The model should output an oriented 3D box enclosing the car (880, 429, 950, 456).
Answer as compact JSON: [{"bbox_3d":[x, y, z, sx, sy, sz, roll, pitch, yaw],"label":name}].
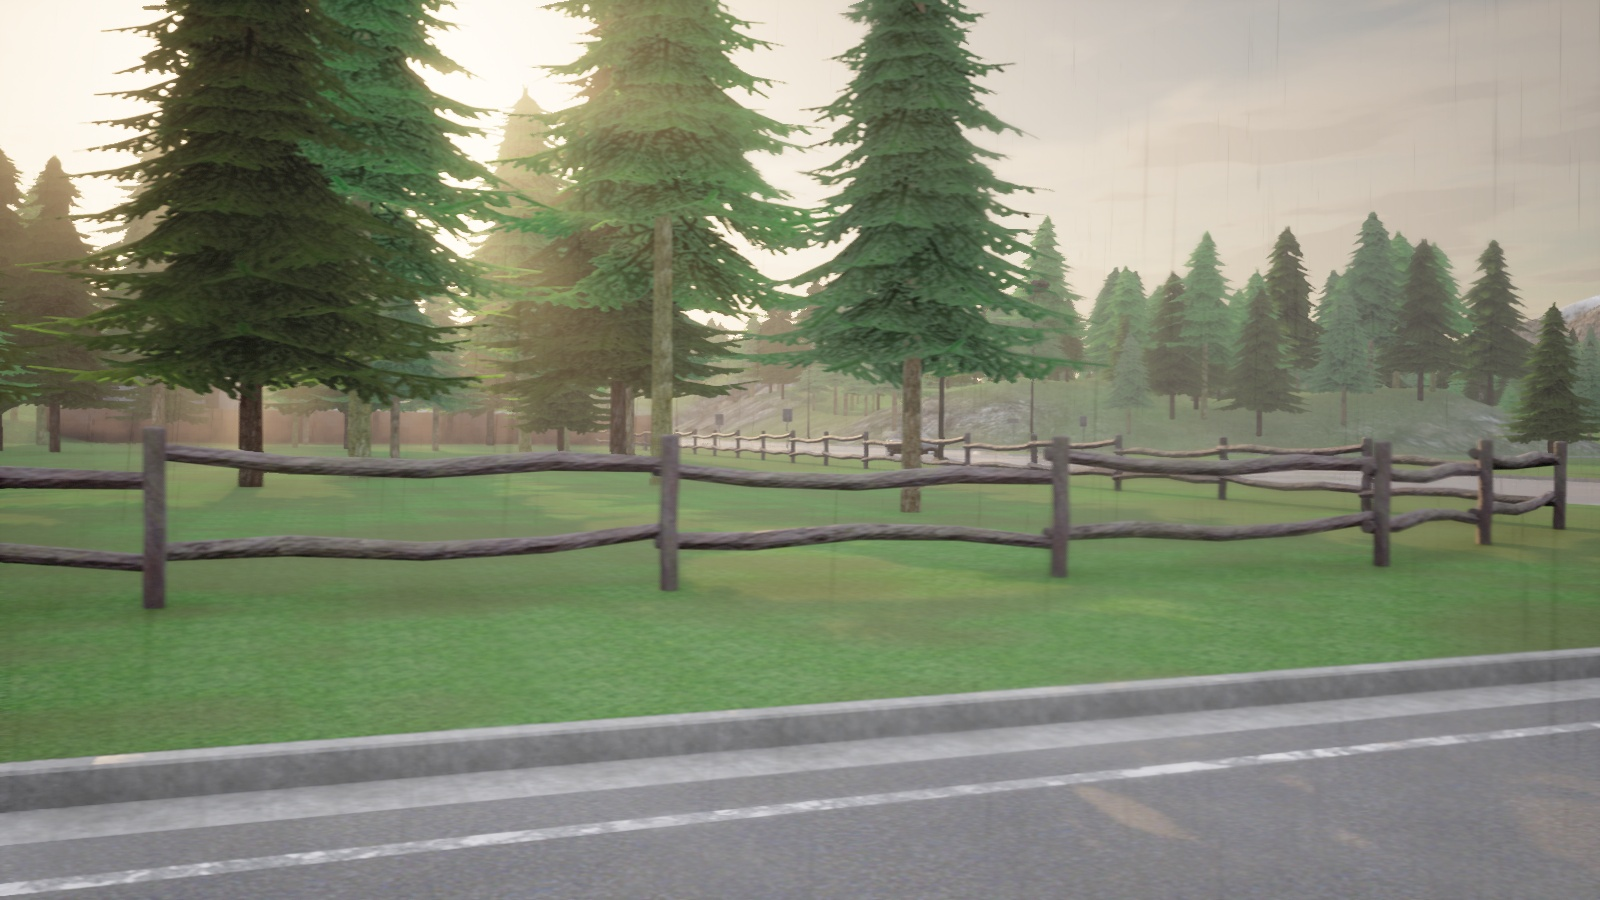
[{"bbox_3d":[6.550,-0.447,72.054,2.163,1.488,4.792,-1,1,-20],"label":"car"}]
